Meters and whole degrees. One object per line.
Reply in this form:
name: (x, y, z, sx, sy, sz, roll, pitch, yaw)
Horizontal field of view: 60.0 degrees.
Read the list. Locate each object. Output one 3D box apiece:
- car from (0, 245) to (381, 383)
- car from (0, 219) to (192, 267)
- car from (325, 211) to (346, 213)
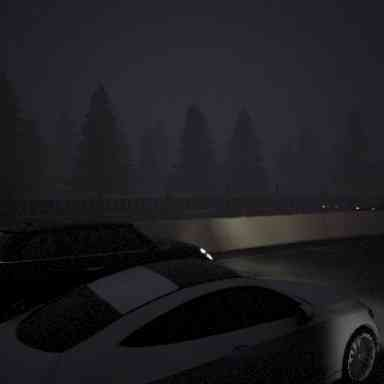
car: (0.150, 1.507, 3.667, 4.674, 1.442, 1.812, 0, 0, -34)
car: (-1.694, 1.323, 6.601, 4.553, 1.767, 2.097, 0, 0, -34)
car: (14.343, 1.422, 30.643, 4.718, 1.301, 1.895, 0, 0, -22)
